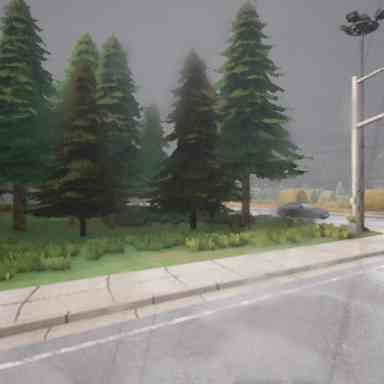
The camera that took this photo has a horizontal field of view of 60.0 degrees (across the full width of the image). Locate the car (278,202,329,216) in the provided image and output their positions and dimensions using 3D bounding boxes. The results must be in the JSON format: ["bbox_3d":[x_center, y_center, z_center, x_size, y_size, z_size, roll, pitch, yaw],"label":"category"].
[{"bbox_3d":[9.461,1.620,28.644,1.812,1.442,4.674,0,0,-35],"label":"car"}]
